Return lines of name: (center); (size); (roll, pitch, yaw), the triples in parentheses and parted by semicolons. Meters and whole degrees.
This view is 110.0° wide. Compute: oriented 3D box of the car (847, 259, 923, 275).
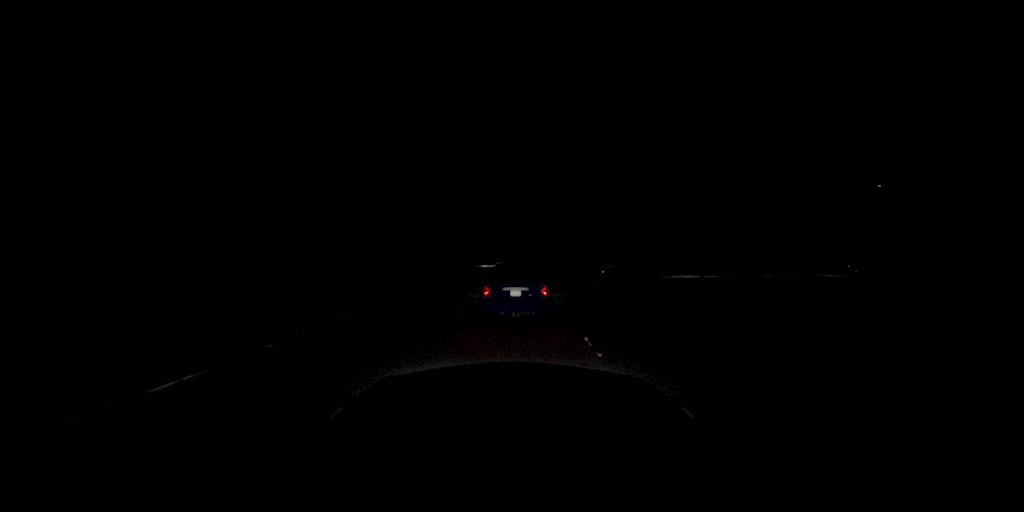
car: (30.938, 0.920, 29.924); (4.718, 1.301, 1.895); (0, -1, 0)

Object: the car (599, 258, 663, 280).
car: (8.750, 0.905, 26.289); (4.902, 1.511, 2.128); (0, -1, -20)

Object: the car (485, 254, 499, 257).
car: (-3.475, 0.694, 54.468); (2.033, 1.411, 5.357); (0, 1, 1)

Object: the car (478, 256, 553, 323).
car: (0.099, 1.008, 11.791); (2.097, 1.767, 4.553); (0, 1, 0)
